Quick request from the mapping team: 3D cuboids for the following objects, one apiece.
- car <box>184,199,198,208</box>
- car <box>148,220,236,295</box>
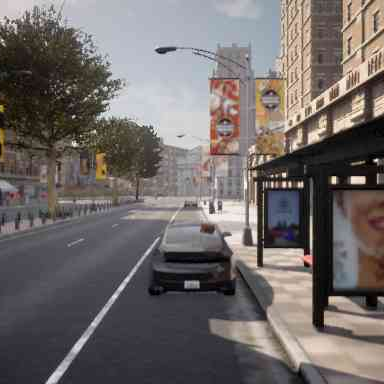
[{"bbox_3d":[-0.146,1.585,47.903,1.895,1.301,4.718,0,0,0],"label":"car"},{"bbox_3d":[0.000,1.492,8.650,1.837,1.490,4.892,0,0,0],"label":"car"}]
